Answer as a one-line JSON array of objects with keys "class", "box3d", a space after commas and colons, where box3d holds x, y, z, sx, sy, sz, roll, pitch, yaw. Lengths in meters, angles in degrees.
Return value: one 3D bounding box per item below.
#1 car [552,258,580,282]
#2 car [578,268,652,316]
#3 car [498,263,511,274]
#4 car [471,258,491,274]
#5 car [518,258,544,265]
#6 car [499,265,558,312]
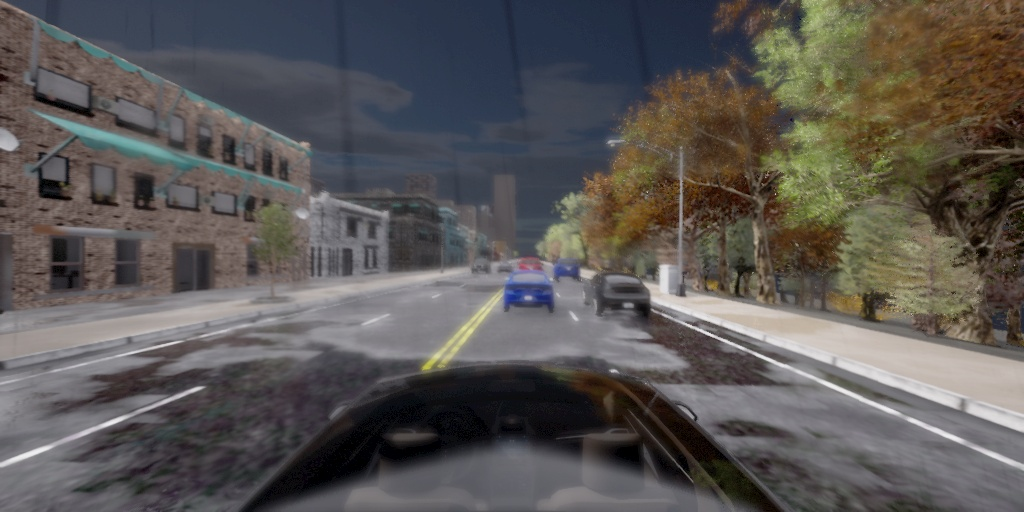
[{"class": "car", "box3d": [4.982, 1.239, 33.045, 2.150, 2.045, 5.566, 0, -1, 3]}, {"class": "car", "box3d": [3.916, 1.368, 13.942, 1.837, 1.490, 4.892, 0, 0, 4]}, {"class": "car", "box3d": [-0.860, 1.666, 48.539, 2.033, 1.411, 5.357, 0, 0, 3]}, {"class": "car", "box3d": [-4.103, 1.327, 48.670, 2.150, 2.045, 5.566, 0, 0, 3]}, {"class": "car", "box3d": [1.734, 1.227, 33.167, 2.150, 2.045, 5.566, 0, -1, 3]}, {"class": "car", "box3d": [0.721, 1.336, 15.032, 1.882, 1.535, 5.008, 0, 0, 3]}]
